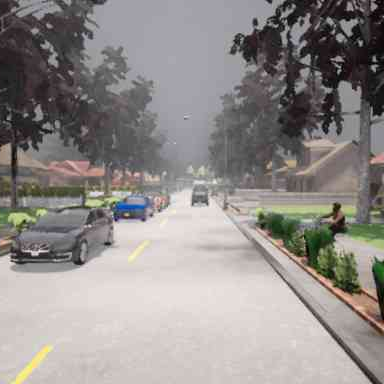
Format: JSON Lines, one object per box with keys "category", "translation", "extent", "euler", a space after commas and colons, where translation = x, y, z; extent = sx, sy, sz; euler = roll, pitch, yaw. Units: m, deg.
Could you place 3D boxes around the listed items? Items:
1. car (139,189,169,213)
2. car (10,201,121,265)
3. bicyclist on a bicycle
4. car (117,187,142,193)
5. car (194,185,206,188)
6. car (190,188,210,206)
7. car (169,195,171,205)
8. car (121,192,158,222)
{"category": "car", "translation": [-3.386, 0.618, 27.529], "extent": [2.097, 1.767, 4.553], "euler": [0, 1, 1]}
{"category": "car", "translation": [-3.881, 1.242, 10.757], "extent": [1.837, 1.490, 4.892], "euler": [0, 1, 1]}
{"category": "bicyclist on a bicycle", "translation": [3.699, 1.046, 9.152], "extent": [1.656, 1.620, 0.582], "euler": [25, 17, -8]}
{"category": "car", "translation": [-14.814, -0.561, 79.139], "extent": [5.357, 1.415, 2.033], "euler": [0, 1, 1]}
{"category": "car", "translation": [1.196, 0.047, 49.838], "extent": [2.150, 2.045, 5.566], "euler": [0, 1, 2]}
{"category": "car", "translation": [0.869, 0.667, 35.644], "extent": [1.837, 1.490, 4.892], "euler": [0, 1, 2]}
{"category": "car", "translation": [-3.258, 0.738, 34.796], "extent": [1.994, 1.385, 4.181], "euler": [0, 1, 2]}
{"category": "car", "translation": [-3.626, 0.967, 21.314], "extent": [1.882, 1.535, 5.008], "euler": [0, 1, 1]}
